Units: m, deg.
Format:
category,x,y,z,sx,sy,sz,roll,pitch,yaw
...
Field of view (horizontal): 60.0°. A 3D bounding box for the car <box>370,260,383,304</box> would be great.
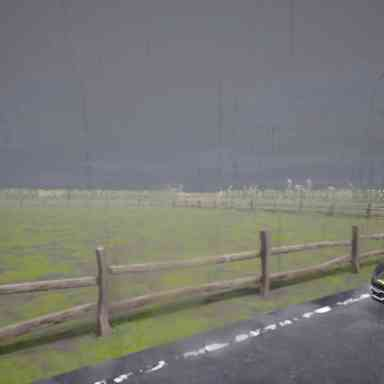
category,x,y,z,sx,sy,sz,roll,pitch,yaw
car,5.733,1.571,7.130,4.892,1.490,1.837,0,0,-35
